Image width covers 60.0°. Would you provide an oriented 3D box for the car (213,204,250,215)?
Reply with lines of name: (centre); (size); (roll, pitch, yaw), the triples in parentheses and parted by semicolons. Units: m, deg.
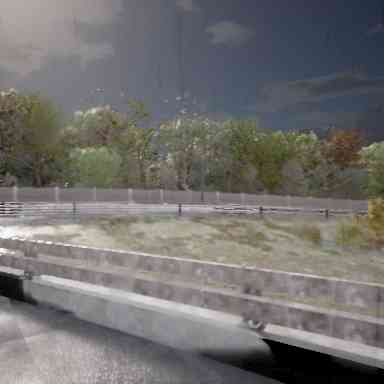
car: (5.208, 2.327, 43.897); (5.357, 1.411, 2.033); (3, -1, -25)
